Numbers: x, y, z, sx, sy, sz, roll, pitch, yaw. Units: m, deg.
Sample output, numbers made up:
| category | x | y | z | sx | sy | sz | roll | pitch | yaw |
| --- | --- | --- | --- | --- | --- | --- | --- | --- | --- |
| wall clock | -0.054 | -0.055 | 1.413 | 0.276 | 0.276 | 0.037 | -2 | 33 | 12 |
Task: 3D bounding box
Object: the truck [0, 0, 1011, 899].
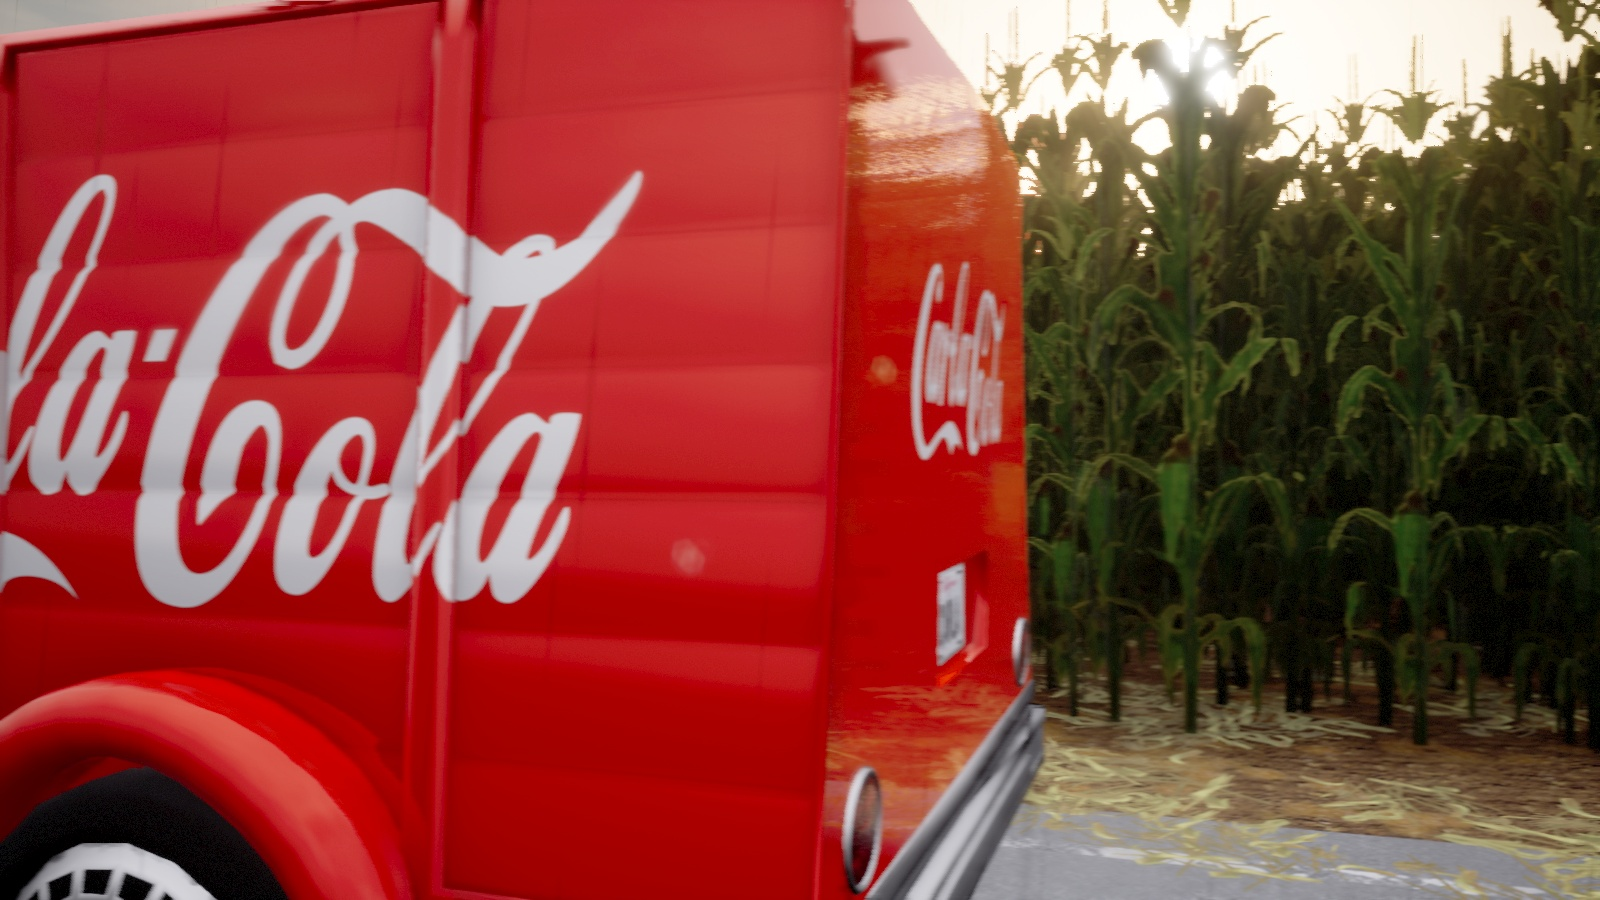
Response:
| category | x | y | z | sx | sy | sz | roll | pitch | yaw |
| --- | --- | --- | --- | --- | --- | --- | --- | --- | --- |
| truck | -2.165 | 0.269 | 3.915 | 5.204 | 2.467 | 2.627 | 1 | 1 | 19 |
